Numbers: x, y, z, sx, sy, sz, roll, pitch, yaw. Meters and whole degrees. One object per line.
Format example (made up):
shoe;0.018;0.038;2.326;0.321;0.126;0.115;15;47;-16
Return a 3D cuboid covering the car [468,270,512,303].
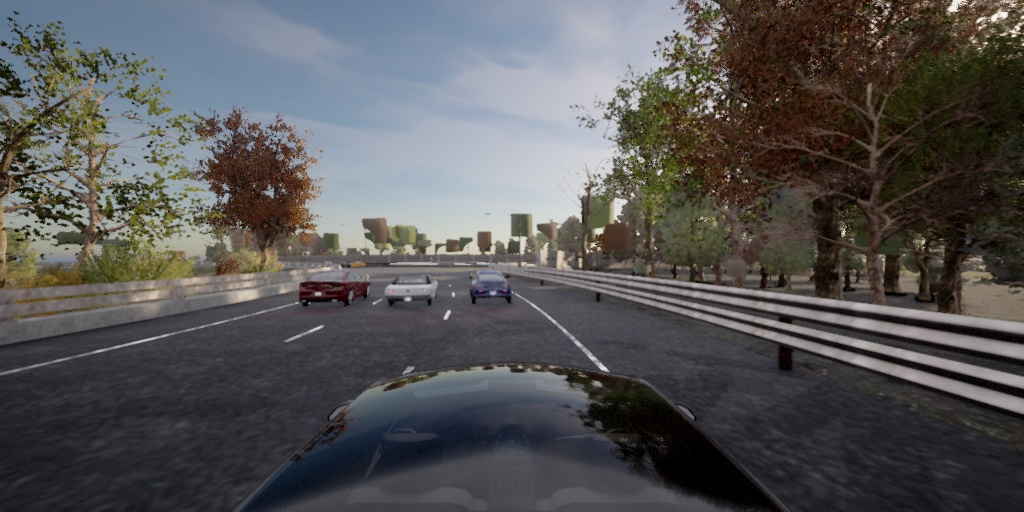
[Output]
car;-1.128;1.427;17.630;1.812;1.442;4.674;0;0;-8

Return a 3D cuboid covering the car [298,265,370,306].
car;-8.073;1.374;16.748;1.882;1.535;5.008;0;0;-8

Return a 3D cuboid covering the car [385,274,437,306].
car;-4.551;1.496;16.859;1.895;1.301;4.718;0;-1;-8
